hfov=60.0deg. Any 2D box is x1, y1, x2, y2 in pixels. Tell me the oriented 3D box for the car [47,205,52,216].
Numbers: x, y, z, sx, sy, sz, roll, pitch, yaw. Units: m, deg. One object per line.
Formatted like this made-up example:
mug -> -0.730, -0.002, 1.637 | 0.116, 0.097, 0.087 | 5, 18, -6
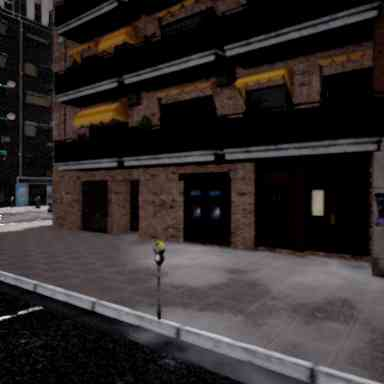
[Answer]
car -> -8.531, 1.218, 24.809 | 2.008, 1.369, 4.403 | 1, 1, 36
